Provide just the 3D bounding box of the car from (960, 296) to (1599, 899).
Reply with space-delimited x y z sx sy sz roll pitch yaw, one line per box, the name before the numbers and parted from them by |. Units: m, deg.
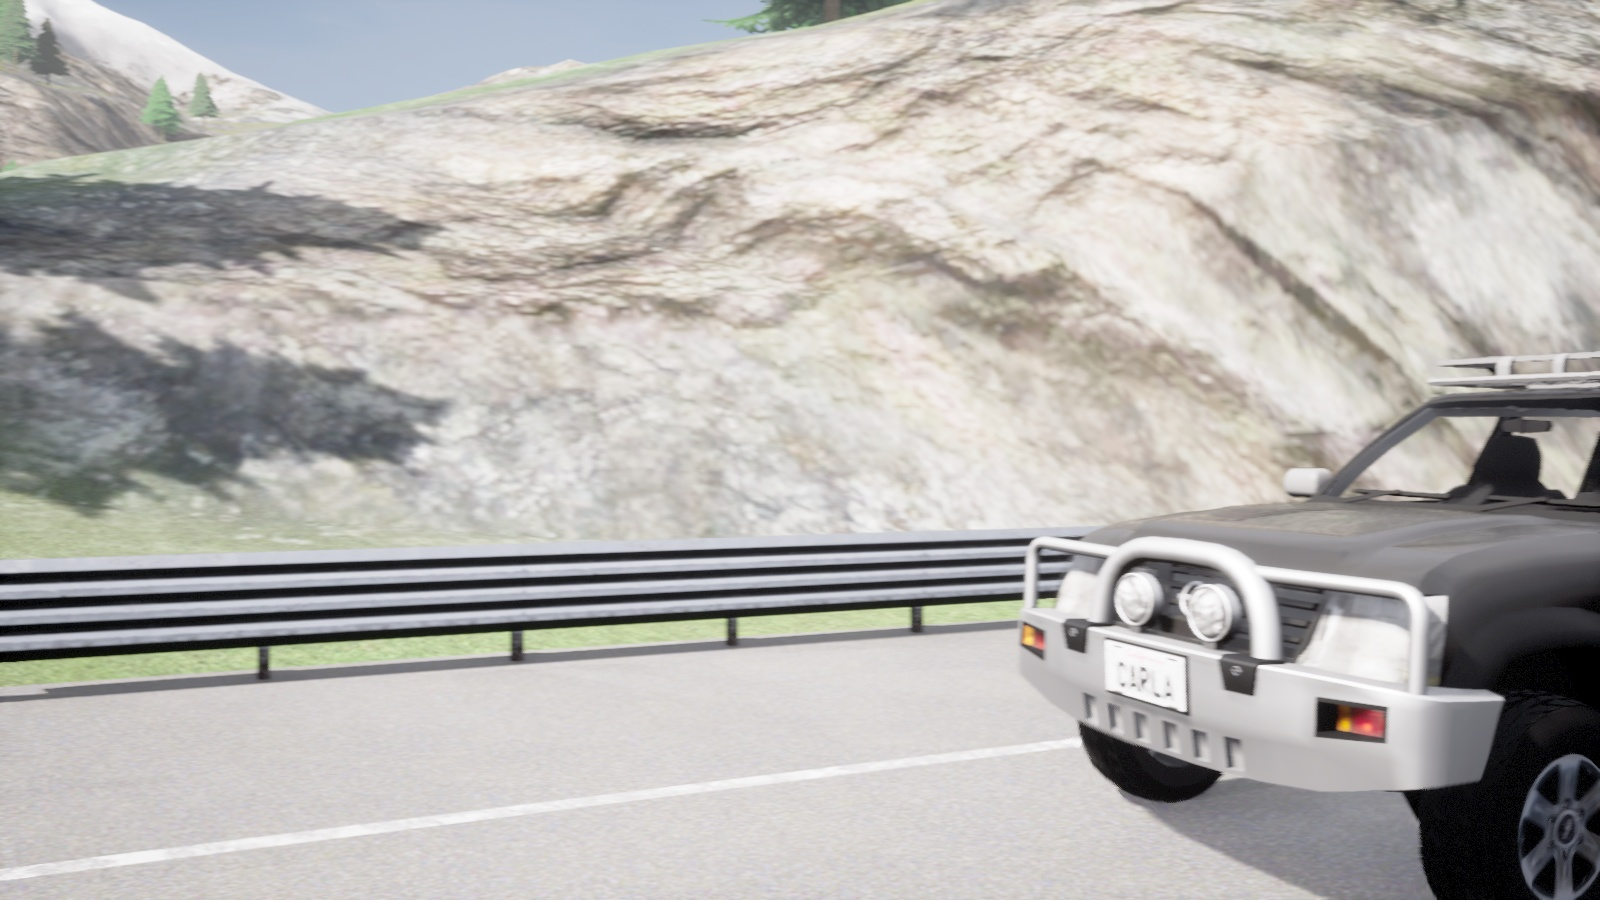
car | 3.139 0.491 5.079 4.605 1.855 1.932 -1 1 -25
